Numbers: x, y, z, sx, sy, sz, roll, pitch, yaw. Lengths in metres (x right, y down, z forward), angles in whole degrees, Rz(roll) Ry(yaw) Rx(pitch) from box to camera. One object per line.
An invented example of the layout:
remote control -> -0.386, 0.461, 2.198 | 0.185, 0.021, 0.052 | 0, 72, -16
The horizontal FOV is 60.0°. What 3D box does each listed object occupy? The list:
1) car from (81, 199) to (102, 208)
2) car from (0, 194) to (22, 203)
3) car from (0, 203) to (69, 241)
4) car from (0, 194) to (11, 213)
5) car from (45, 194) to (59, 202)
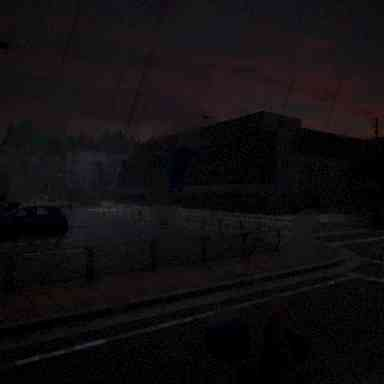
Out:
car -> -15.155, 1.771, 50.303 | 1.895, 1.301, 4.718 | 1, 0, -34
car -> -18.281, 1.132, 30.796 | 4.605, 1.855, 1.932 | 1, 0, -35
car -> -7.757, 1.403, 15.478 | 3.633, 1.501, 1.845 | 1, 0, -35
car -> -20.282, 1.108, 32.942 | 3.866, 1.878, 1.905 | 1, 0, -35
car -> -35.997, 1.571, 86.307 | 2.097, 1.767, 4.553 | 1, 0, -35
